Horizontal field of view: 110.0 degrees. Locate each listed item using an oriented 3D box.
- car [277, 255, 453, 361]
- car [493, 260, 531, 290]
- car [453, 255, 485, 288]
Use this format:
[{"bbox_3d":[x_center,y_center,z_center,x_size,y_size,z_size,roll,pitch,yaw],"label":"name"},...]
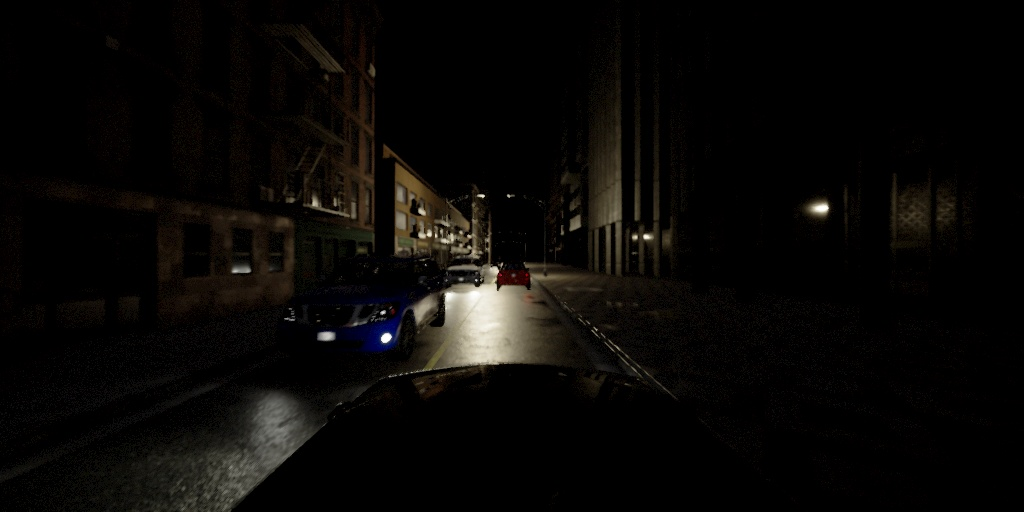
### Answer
[{"bbox_3d":[-3.050,0.986,8.698,2.150,2.045,5.566,0,0,0],"label":"car"},{"bbox_3d":[0.097,1.144,23.119,2.097,1.767,4.553,0,0,0],"label":"car"},{"bbox_3d":[-3.093,1.008,24.576,2.150,2.045,5.566,0,1,0],"label":"car"}]
